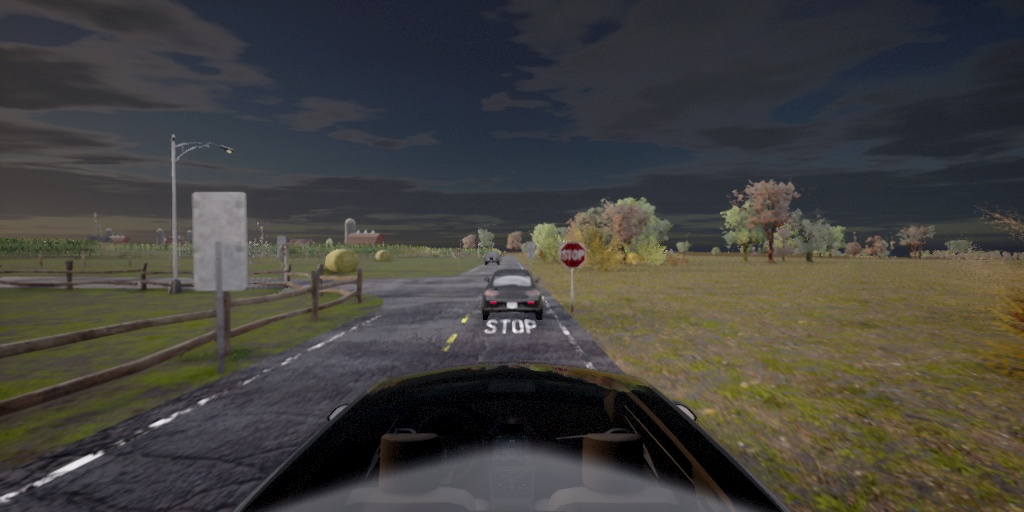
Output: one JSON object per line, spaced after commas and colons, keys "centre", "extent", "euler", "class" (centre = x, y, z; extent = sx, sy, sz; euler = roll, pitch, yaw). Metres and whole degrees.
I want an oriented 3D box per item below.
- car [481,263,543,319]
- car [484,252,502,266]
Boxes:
{"centre": [0.019, 1.146, 12.048], "extent": [1.812, 1.442, 4.674], "euler": [0, 1, 0], "class": "car"}
{"centre": [-2.959, 0.352, 53.925], "extent": [2.150, 2.045, 5.566], "euler": [0, 1, 0], "class": "car"}
